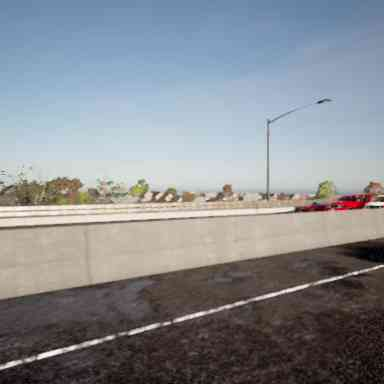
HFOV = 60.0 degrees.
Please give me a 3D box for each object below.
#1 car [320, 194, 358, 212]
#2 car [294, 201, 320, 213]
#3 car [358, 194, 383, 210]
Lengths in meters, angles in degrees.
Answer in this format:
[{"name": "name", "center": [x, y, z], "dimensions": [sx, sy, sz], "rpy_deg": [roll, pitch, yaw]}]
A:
[{"name": "car", "center": [15.050, 1.235, 31.549], "dimensions": [5.566, 2.045, 2.150], "rpy_deg": [0, 0, -34]}, {"name": "car", "center": [12.638, 1.616, 34.139], "dimensions": [4.718, 1.301, 1.895], "rpy_deg": [0, 0, -34]}, {"name": "car", "center": [17.078, 1.237, 28.696], "dimensions": [5.566, 2.045, 2.150], "rpy_deg": [0, 0, -34]}]
